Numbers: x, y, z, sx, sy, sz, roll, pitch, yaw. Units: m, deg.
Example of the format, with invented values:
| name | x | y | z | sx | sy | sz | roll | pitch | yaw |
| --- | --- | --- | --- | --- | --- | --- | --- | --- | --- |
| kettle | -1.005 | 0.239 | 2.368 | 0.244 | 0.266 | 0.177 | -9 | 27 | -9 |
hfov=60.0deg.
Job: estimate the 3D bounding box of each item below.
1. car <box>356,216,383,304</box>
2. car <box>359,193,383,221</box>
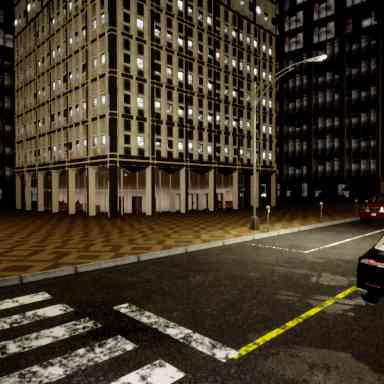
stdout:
| name | x | y | z | sx | sy | sz | roll | pitch | yaw |
| --- | --- | --- | --- | --- | --- | --- | --- | --- | --- |
| car | 5.080 | 1.410 | 6.937 | 4.902 | 1.511 | 2.128 | -1 | 1 | -44 |
| car | 12.799 | 1.022 | 21.877 | 5.009 | 1.841 | 2.192 | -1 | 1 | -44 |
